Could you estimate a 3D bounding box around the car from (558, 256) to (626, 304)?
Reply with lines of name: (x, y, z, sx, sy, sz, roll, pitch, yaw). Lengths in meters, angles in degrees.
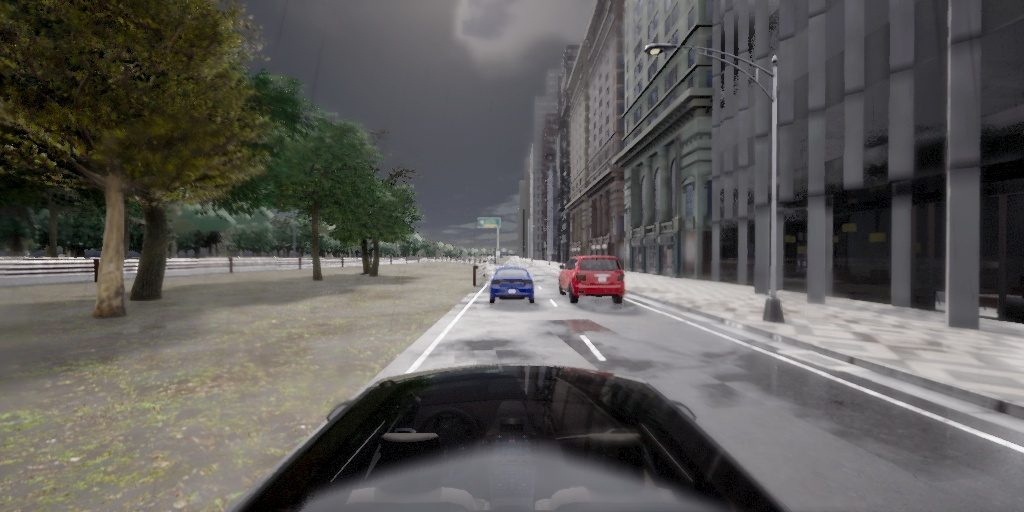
car: (3.500, 1.004, 16.530, 2.150, 2.045, 5.566, 0, 0, 0)

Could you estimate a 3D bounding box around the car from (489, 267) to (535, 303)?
car: (0.001, 1.231, 16.501, 1.882, 1.535, 5.008, 0, 0, 0)
